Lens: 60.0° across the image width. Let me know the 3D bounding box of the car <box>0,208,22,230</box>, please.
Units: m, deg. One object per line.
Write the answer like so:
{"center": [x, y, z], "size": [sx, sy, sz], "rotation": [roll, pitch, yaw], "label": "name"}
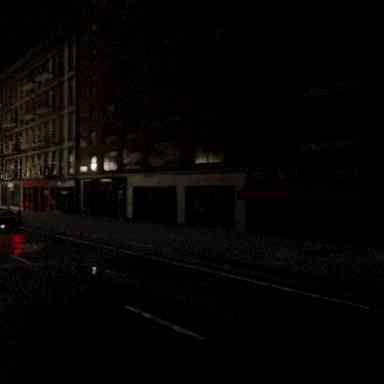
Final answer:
{"center": [-11.989, 1.628, 20.061], "size": [1.895, 1.301, 4.718], "rotation": [0, 0, -44], "label": "car"}
